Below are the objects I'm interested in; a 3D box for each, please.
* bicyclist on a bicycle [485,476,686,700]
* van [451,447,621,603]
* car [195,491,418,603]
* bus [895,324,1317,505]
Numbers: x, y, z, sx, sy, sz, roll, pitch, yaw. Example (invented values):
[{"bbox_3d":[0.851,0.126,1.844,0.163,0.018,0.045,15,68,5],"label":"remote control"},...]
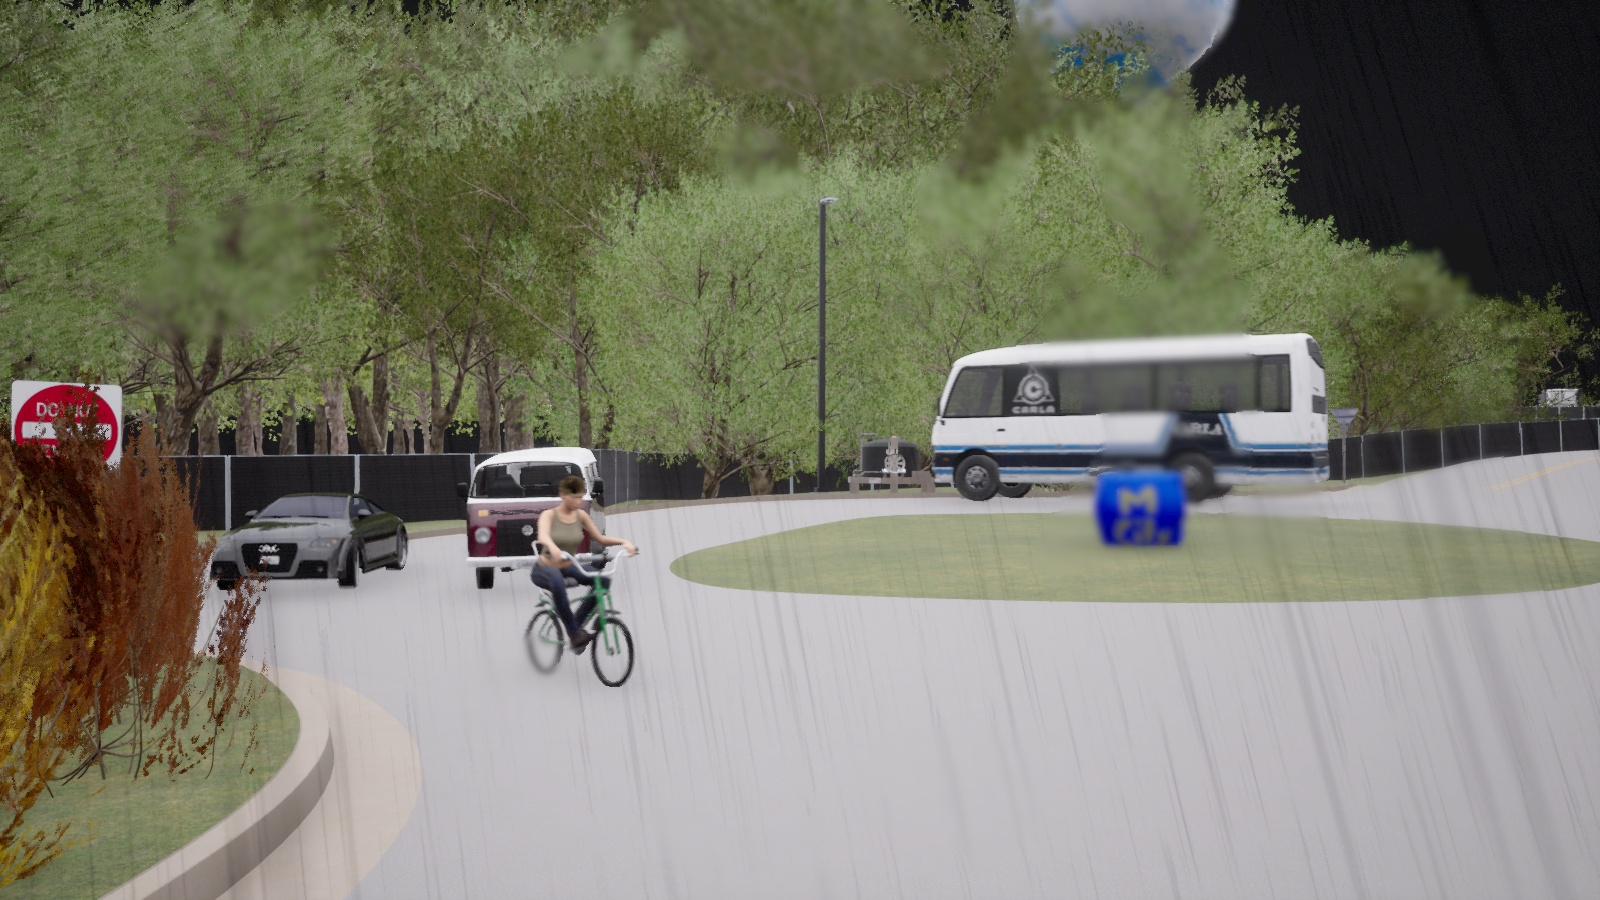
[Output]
[{"bbox_3d":[-1.712,1.020,9.876,0.866,1.612,1.509,1,-3,-43],"label":"bicyclist on a bicycle"},{"bbox_3d":[-3.943,1.021,19.489,2.069,2.038,4.480,-2,1,-6],"label":"van"},{"bbox_3d":[-7.631,1.441,19.899,1.994,1.385,4.181,-1,0,-2],"label":"car"},{"bbox_3d":[8.095,-0.795,33.737,10.273,4.253,3.944,-1,0,30],"label":"bus"}]
